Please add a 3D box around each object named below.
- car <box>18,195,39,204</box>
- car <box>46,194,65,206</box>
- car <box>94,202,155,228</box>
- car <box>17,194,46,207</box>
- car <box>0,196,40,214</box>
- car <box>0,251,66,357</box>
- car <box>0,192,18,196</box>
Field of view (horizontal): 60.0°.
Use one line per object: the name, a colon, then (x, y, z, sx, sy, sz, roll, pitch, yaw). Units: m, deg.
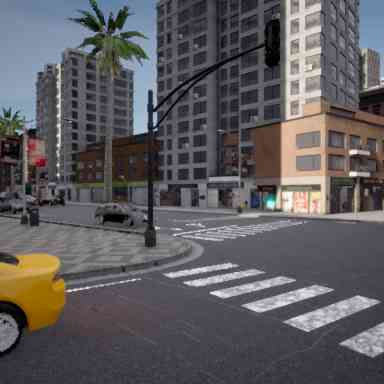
car: (-28.193, 1.270, 57.321, 1.837, 1.490, 4.892, 0, 0, -44)
car: (-21.153, 1.184, 50.435, 4.553, 1.767, 2.097, 0, 0, 45)
car: (-4.568, 1.468, 22.255, 4.902, 1.511, 2.128, 0, 0, 40)
car: (-23.145, 1.361, 47.837, 4.674, 1.442, 1.812, 0, 0, 45)
car: (-17.910, 1.454, 33.795, 5.357, 1.411, 2.033, 0, 0, 42)
car: (-4.344, 1.477, 4.411, 5.008, 1.535, 1.882, 0, 0, -35)
car: (-30.234, 0.991, 54.759, 2.150, 2.045, 5.566, 0, 0, -44)
